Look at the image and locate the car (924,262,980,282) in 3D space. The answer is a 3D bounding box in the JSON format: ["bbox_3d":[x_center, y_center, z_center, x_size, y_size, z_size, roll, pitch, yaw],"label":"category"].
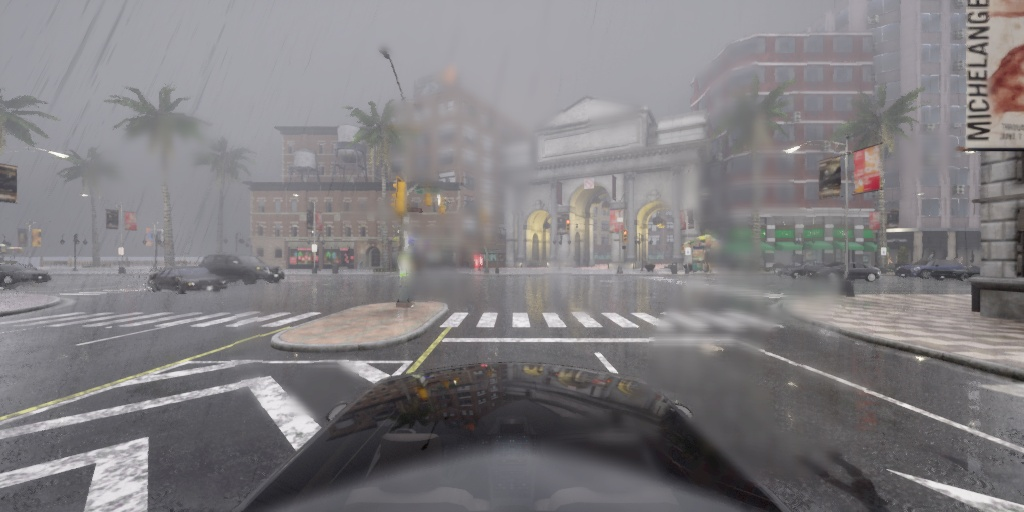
[{"bbox_3d":[36.294,1.351,28.329,4.718,1.301,1.895,0,0,2],"label":"car"}]

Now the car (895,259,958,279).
[{"bbox_3d":[36.961,1.102,31.727,4.553,1.767,2.097,0,0,3],"label":"car"}]

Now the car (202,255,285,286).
[{"bbox_3d":[-18.661,0.970,24.738,5.566,2.045,2.150,0,-1,10],"label":"car"}]

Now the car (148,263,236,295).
[{"bbox_3d":[-17.874,1.297,19.722,5.357,1.411,2.033,0,0,28],"label":"car"}]

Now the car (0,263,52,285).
[{"bbox_3d":[-35.809,1.252,25.385,4.892,1.490,1.837,1,0,1],"label":"car"}]

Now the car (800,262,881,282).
[{"bbox_3d":[26.294,1.255,28.504,4.892,1.490,1.837,0,0,1],"label":"car"}]

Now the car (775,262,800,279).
[{"bbox_3d":[26.299,1.242,32.000,4.902,1.511,2.128,0,0,1],"label":"car"}]
